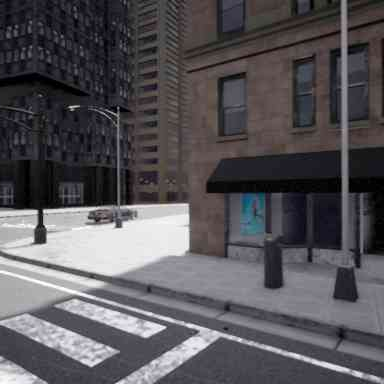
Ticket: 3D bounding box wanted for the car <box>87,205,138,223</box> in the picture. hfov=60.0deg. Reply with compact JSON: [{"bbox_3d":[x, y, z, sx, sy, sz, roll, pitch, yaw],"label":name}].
[{"bbox_3d":[-6.504,1.753,27.859,2.033,1.411,5.357,0,-1,19],"label":"car"}]
